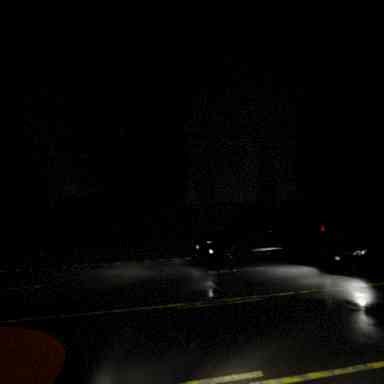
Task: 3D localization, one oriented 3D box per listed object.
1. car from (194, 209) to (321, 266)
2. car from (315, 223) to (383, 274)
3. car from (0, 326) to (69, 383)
[{"bbox_3d":[2.890,1.791,14.036,5.566,2.045,2.150,-1,-3,-15],"label":"car"},{"bbox_3d":[6.979,1.859,11.583,4.674,1.442,1.812,-1,-3,-17],"label":"car"},{"bbox_3d":[-3.669,1.772,2.752,5.008,1.535,1.882,-2,-3,-10],"label":"car"}]
